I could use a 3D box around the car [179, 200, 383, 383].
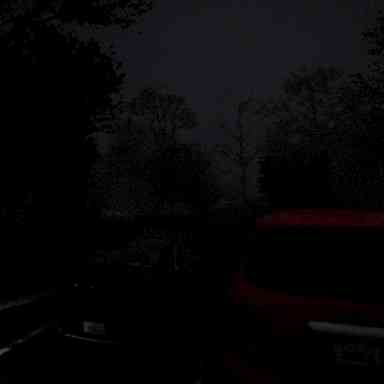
[{"bbox_3d":[1.826,1.236,4.854,2.435,2.045,5.566,0,-1,15],"label":"car"}]

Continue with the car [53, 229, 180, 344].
[{"bbox_3d":[-0.612,1.479,6.535,2.231,1.521,4.892,0,-1,15],"label":"car"}]
